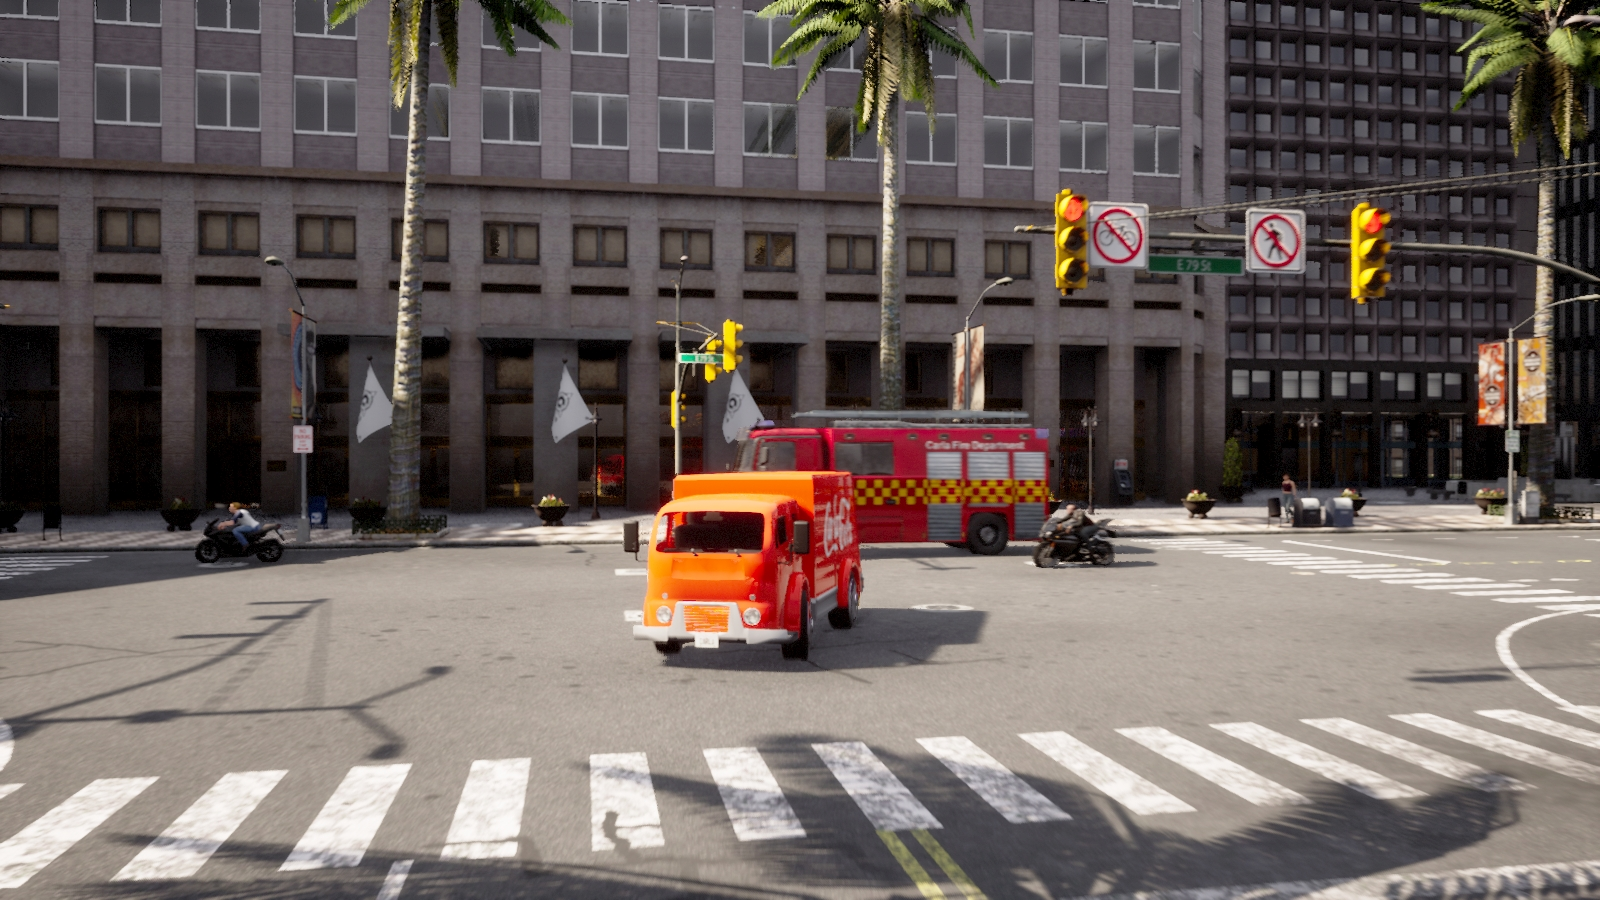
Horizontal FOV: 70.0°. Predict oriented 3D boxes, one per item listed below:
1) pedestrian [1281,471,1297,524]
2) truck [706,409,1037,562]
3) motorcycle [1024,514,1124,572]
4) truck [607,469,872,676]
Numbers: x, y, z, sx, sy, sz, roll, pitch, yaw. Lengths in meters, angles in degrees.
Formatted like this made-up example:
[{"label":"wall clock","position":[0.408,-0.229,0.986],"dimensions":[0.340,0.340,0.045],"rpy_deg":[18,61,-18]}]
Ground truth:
[{"label":"pedestrian","position":[17.403,1.694,40.629],"dimensions":[0.375,1.860,0.375],"rpy_deg":[0,0,-34]},{"label":"truck","position":[1.825,0.890,30.825],"dimensions":[8.468,3.827,2.891],"rpy_deg":[0,0,-10]},{"label":"motorcycle","position":[6.526,2.204,27.254],"dimensions":[2.209,1.251,0.867],"rpy_deg":[0,0,-20]},{"label":"truck","position":[-0.631,1.567,16.913],"dimensions":[2.627,2.467,5.204],"rpy_deg":[-1,0,12]}]
